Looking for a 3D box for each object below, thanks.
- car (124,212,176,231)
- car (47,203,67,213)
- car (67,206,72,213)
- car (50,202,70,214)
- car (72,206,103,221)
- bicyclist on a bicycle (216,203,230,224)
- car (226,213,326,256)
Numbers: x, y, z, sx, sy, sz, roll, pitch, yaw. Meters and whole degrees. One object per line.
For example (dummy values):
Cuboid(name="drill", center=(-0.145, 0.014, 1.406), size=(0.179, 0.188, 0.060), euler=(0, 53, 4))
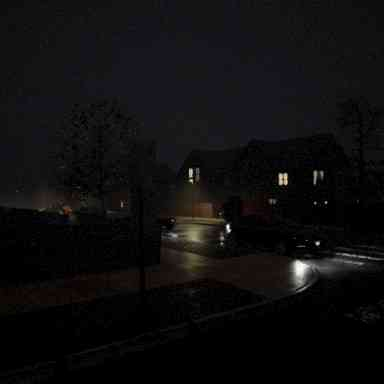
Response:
Cuboid(name="car", center=(-3.119, 2.085, 23.944), size=(1.895, 1.301, 4.718), euler=(-1, -1, -35))
Cuboid(name="car", center=(-19.101, 2.345, 46.541), size=(1.994, 1.385, 4.181), euler=(-1, -1, -35))
Cuboid(name="car", center=(-14.953, 2.568, 45.637), size=(2.033, 1.411, 5.357), euler=(-1, -1, -35))
Cuboid(name="car", center=(-22.122, 2.666, 55.701), size=(2.097, 1.767, 4.553), euler=(-1, -1, -36))
Cuboid(name="car", center=(-10.372, 2.257, 34.131), size=(1.882, 1.535, 5.008), euler=(-1, 0, -35))
Cuboid(name="bicyclist on a bicycle", center=(2.522, 1.659, 26.096), size=(1.656, 1.620, 0.582), euler=(-1, 0, -35))
Cuboid(name="car", center=(3.423, 1.718, 14.446), size=(1.837, 1.490, 4.892), euler=(-1, -1, -31))
